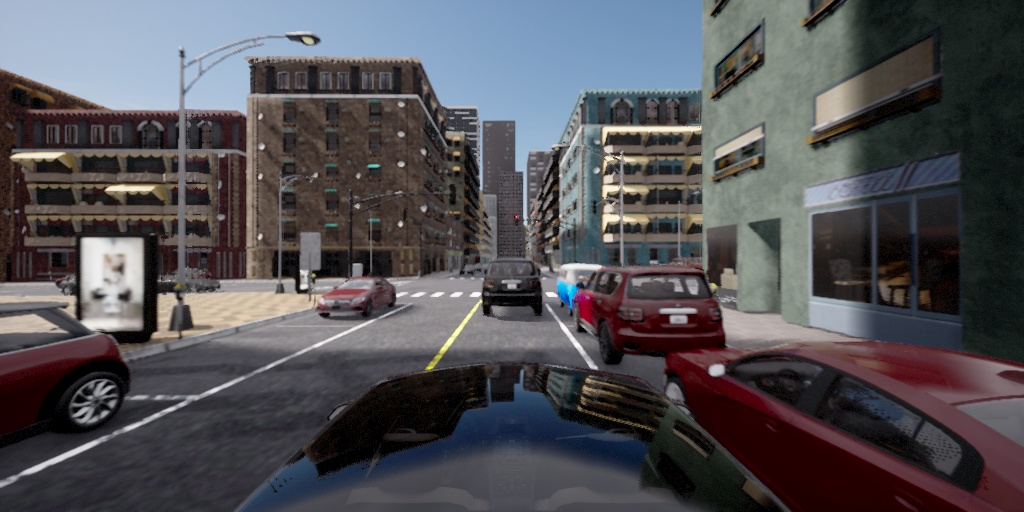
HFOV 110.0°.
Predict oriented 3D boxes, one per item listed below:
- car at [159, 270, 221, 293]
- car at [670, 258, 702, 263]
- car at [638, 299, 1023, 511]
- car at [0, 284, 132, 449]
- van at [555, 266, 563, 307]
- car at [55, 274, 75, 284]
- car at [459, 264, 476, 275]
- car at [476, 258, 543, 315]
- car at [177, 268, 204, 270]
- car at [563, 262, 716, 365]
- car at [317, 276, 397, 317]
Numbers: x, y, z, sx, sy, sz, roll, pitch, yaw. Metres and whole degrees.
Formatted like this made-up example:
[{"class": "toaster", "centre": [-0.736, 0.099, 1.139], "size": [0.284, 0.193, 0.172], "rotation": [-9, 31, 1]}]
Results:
[{"class": "car", "centre": [-22.380, 1.860, 24.465], "size": [4.403, 1.370, 2.007], "rotation": [0, 0, 0]}, {"class": "car", "centre": [15.791, 1.087, 33.231], "size": [5.009, 1.841, 2.192], "rotation": [0, 0, 0]}, {"class": "car", "centre": [2.689, 1.304, 2.628], "size": [1.888, 1.381, 4.507], "rotation": [0, 0, 0]}, {"class": "car", "centre": [-5.692, 1.199, 2.634], "size": [1.967, 1.591, 4.097], "rotation": [0, 0, 0]}, {"class": "van", "centre": [2.696, 1.206, 13.683], "size": [1.690, 1.789, 3.998], "rotation": [0, 0, 0]}, {"class": "car", "centre": [-27.949, 1.942, 24.427], "size": [4.403, 1.370, 2.007], "rotation": [0, 0, 0]}, {"class": "car", "centre": [-5.665, 1.752, 46.093], "size": [1.948, 1.339, 4.313], "rotation": [0, 0, 0]}, {"class": "car", "centre": [0.023, 1.097, 14.403], "size": [2.150, 2.045, 5.566], "rotation": [0, 0, 1]}, {"class": "car", "centre": [-30.242, 1.882, 33.052], "size": [4.097, 1.591, 1.967], "rotation": [0, 0, 0]}, {"class": "car", "centre": [2.693, 1.127, 8.156], "size": [2.192, 1.841, 5.009], "rotation": [0, 0, 0]}, {"class": "car", "centre": [-5.685, 1.448, 13.689], "size": [1.802, 1.307, 4.207], "rotation": [0, 0, 0]}]
